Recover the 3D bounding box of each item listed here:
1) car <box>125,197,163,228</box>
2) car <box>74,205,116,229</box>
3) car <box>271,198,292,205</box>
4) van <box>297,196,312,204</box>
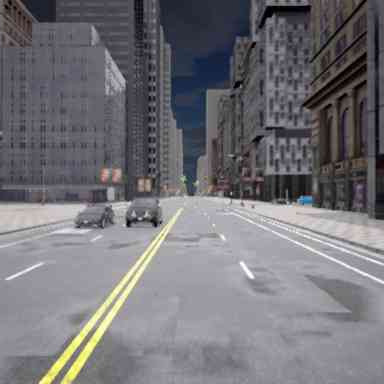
[{"bbox_3d":[-3.356,1.395,24.246,2.150,2.045,5.566,0,-1,0],"label":"car"},{"bbox_3d":[-6.609,1.669,23.088,1.837,1.490,4.892,0,-1,0],"label":"car"},{"bbox_3d":[19.103,2.017,71.280,4.403,1.369,2.008,0,0,0],"label":"car"},{"bbox_3d":[24.721,1.796,71.259,3.998,1.788,1.690,0,0,0],"label":"van"}]
